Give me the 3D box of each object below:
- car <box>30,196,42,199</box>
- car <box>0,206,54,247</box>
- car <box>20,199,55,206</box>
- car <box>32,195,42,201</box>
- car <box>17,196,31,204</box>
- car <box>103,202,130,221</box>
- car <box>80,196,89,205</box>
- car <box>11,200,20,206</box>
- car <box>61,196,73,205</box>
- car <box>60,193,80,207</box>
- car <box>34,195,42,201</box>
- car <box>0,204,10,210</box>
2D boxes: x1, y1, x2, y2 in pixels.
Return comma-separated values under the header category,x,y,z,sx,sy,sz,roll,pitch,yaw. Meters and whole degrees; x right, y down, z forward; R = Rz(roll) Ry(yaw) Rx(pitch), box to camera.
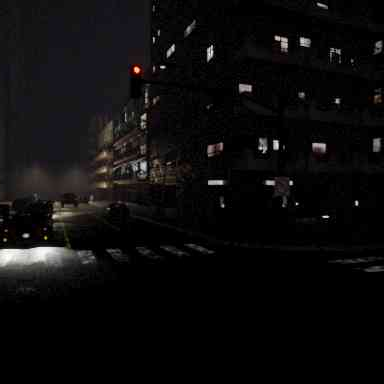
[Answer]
category,x,y,z,sx,sy,sz,roll,pitch,yaw
car,-16.138,1.484,36.317,2.128,1.511,4.902,0,0,-23
car,-7.396,1.561,15.134,1.994,1.385,4.181,0,0,-23
car,-12.206,1.542,26.734,2.033,1.411,5.357,0,0,-22
car,-37.982,1.539,81.614,2.008,1.369,4.403,-1,0,-23
car,-20.551,1.538,39.870,1.887,1.381,4.507,-1,0,-23
car,-6.282,1.541,27.445,2.008,1.369,4.403,-1,0,-23
car,-19.357,1.426,58.753,1.967,1.590,4.097,-1,0,-23
car,-14.014,1.562,24.216,1.947,1.339,4.313,-1,0,-23
car,-22.378,1.513,59.305,1.812,1.442,4.674,0,0,-23
car,-18.396,1.209,49.764,2.150,2.045,5.566,0,0,-22
car,-40.160,1.570,86.832,1.802,1.307,4.206,-1,0,-23
car,-11.771,1.522,18.842,1.752,1.417,4.829,-1,0,-23
